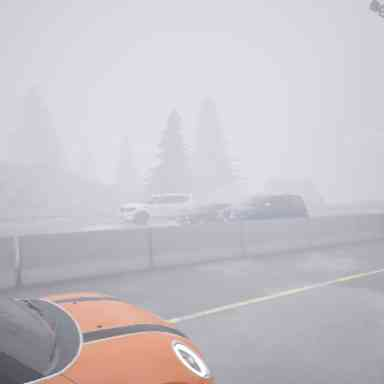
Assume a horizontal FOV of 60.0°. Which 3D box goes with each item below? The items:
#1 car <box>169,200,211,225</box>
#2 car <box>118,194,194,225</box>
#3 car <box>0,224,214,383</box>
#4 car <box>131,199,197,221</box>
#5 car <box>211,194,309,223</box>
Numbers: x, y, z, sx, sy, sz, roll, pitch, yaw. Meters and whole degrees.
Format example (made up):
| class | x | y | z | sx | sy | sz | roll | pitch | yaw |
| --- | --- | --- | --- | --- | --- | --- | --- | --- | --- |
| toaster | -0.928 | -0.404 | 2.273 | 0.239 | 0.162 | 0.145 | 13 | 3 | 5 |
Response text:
| class | x | y | z | sx | sy | sz | roll | pitch | yaw |
| --- | --- | --- | --- | --- | --- | --- | --- | --- | --- |
| car | 1.299 | 1.432 | 21.183 | 4.892 | 1.490 | 1.837 | 0 | 0 | -30 |
| car | -2.268 | 1.142 | 23.166 | 5.566 | 2.045 | 2.150 | 0 | 0 | -31 |
| car | -1.992 | 1.344 | 2.206 | 4.553 | 1.767 | 2.097 | 0 | 0 | -36 |
| car | -2.244 | 1.385 | 27.215 | 5.008 | 1.535 | 1.882 | 0 | 0 | -30 |
| car | 4.108 | 1.156 | 18.796 | 5.566 | 2.045 | 2.150 | 0 | 0 | -30 |
